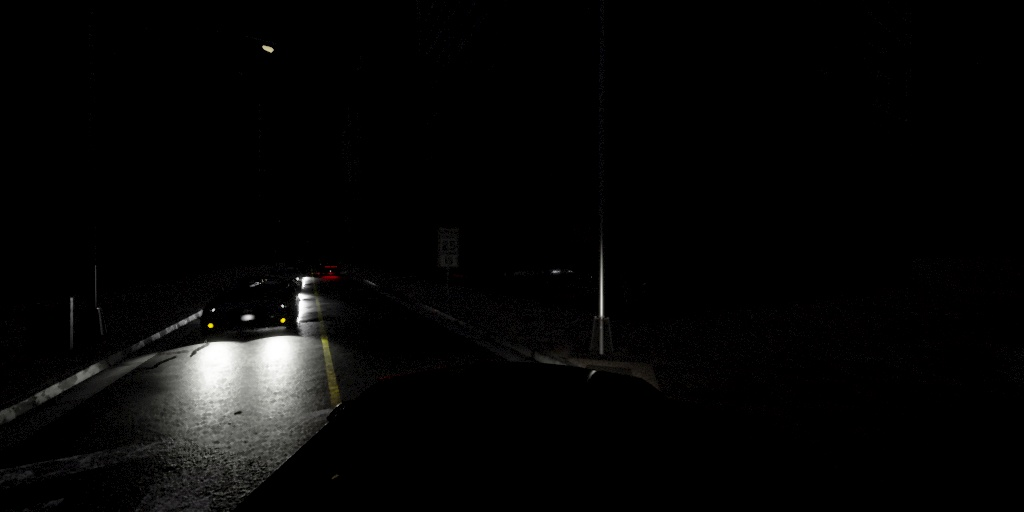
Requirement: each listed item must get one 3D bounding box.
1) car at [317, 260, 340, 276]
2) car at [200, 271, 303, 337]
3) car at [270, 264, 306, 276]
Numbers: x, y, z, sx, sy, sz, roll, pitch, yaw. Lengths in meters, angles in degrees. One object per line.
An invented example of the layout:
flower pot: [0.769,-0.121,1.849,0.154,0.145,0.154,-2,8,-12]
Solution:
car: [-19.448,1.269,38.191,1.837,1.490,4.892,0,0,-29]
car: [-7.380,1.315,10.459,1.994,1.385,4.181,0,0,-29]
car: [-13.558,1.356,21.370,1.895,1.301,4.718,0,0,-29]
